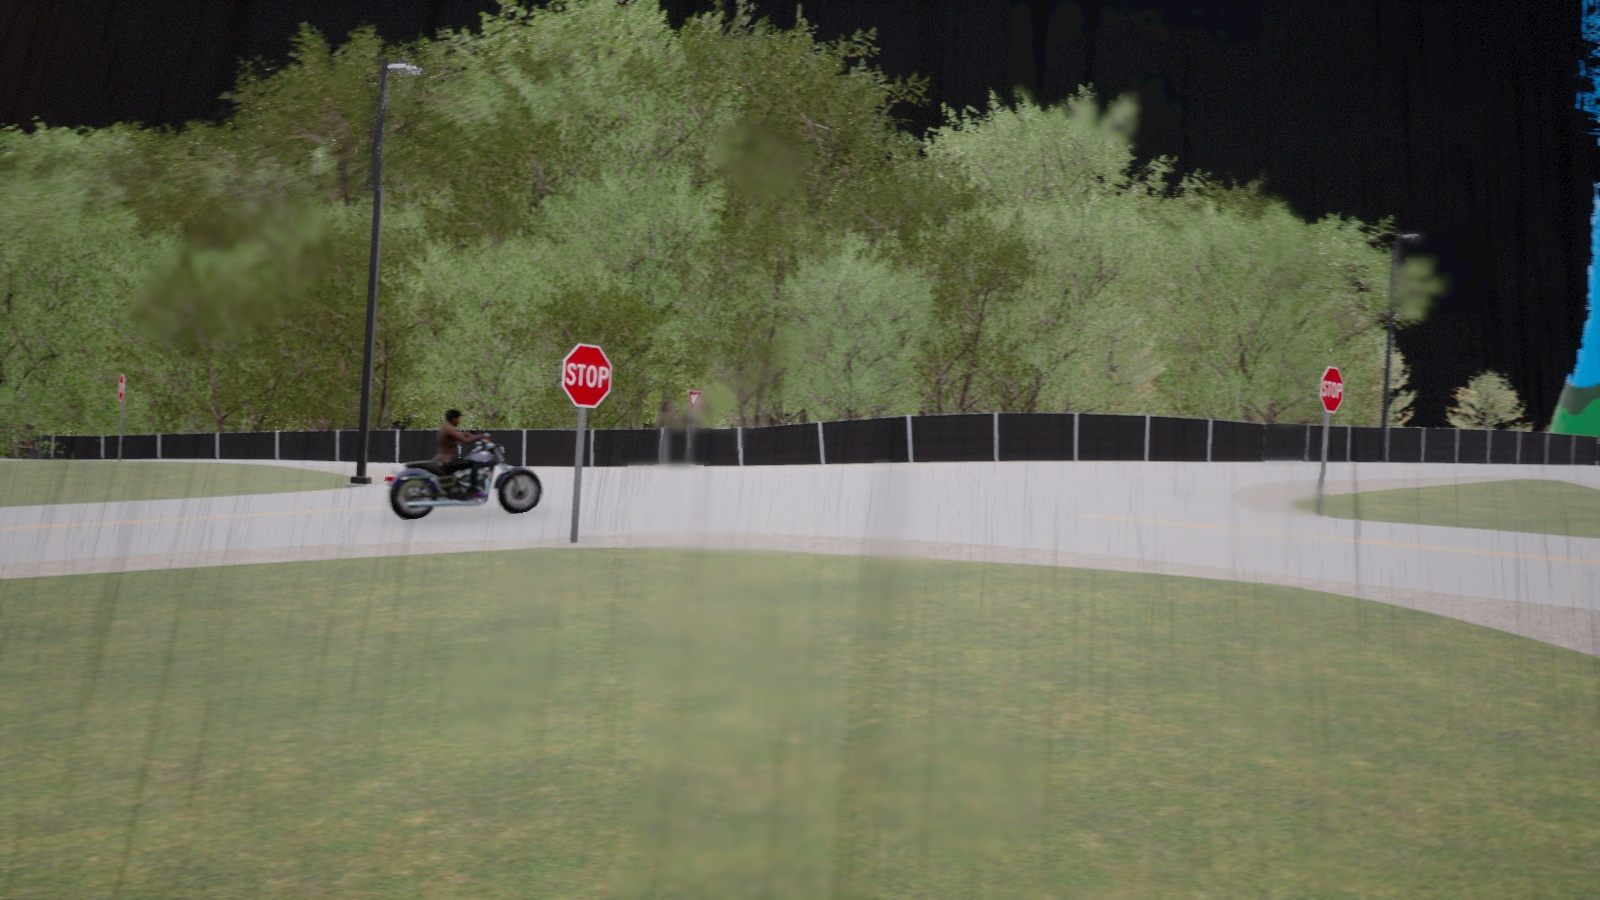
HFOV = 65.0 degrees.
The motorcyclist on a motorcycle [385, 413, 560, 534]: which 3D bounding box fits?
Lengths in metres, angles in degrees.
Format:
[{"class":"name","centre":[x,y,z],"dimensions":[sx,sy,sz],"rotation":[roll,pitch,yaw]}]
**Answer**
[{"class":"motorcyclist on a motorcycle","centre":[-4.851,0.300,18.707],"dimensions":[2.350,1.649,0.766],"rotation":[-3,4,-35]}]
